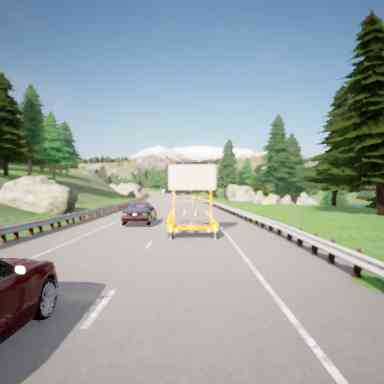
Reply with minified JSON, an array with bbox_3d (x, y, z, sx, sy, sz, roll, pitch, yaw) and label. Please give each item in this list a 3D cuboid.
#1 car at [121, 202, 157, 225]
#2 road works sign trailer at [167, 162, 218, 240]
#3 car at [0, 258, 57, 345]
[{"bbox_3d":[-3.503,1.382,22.515,2.033,1.411,5.357,0,0,-1],"label":"car"},{"bbox_3d":[0.015,0.346,16.157,2.380,3.560,2.880,0,0,-1],"label":"road works sign trailer"},{"bbox_3d":[-3.401,1.447,4.135,1.882,1.535,5.008,0,0,0],"label":"car"}]
